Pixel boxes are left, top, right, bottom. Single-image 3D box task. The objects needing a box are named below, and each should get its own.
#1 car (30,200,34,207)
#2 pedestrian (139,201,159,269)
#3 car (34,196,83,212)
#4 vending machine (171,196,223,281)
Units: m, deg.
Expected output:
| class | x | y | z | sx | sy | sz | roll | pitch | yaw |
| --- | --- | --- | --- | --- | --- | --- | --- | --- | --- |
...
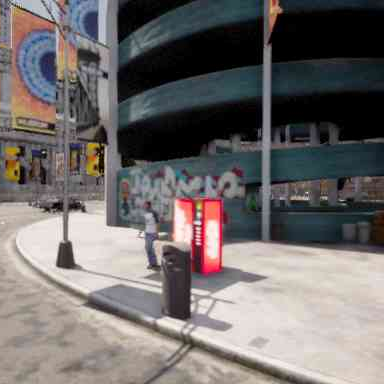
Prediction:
| class | x | y | z | sx | sy | sz | roll | pitch | yaw |
| --- | --- | --- | --- | --- | --- | --- | --- | --- | --- |
| car | -18.780 | 1.242 | 43.375 | 2.128 | 1.511 | 4.902 | 0 | 0 | 23 |
| pedestrian | -1.089 | 1.110 | 8.870 | 0.375 | 1.860 | 0.375 | 0 | 0 | -43 |
| car | -14.088 | 1.349 | 36.178 | 2.033 | 1.411 | 5.357 | 0 | 0 | 18 |
| vending machine | 0.148 | 1.171 | 8.988 | 1.100 | 2.100 | 0.880 | 0 | 0 | -45 |
